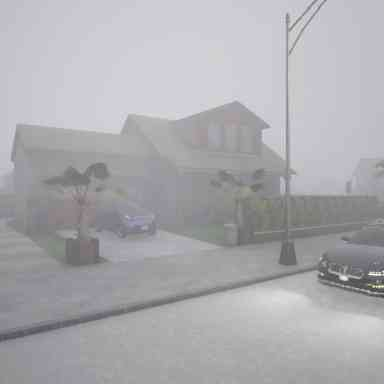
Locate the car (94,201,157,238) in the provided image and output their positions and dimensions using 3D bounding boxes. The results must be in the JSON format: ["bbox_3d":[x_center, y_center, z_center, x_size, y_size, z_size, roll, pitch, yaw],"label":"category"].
[{"bbox_3d":[-3.079,1.174,15.254,1.845,1.501,3.633,0,0,-38],"label":"car"}]

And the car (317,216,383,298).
[{"bbox_3d":[5.085,1.505,8.182,4.892,1.490,1.837,0,0,-35],"label":"car"}]

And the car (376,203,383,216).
[{"bbox_3d":[15.491,1.564,26.688,1.994,1.385,4.181,0,0,-35],"label":"car"}]
